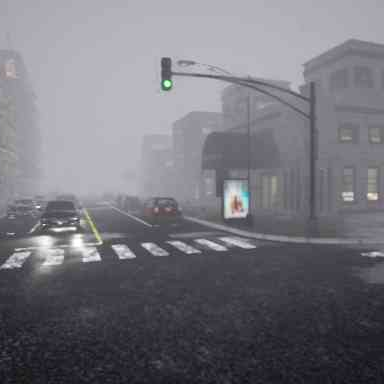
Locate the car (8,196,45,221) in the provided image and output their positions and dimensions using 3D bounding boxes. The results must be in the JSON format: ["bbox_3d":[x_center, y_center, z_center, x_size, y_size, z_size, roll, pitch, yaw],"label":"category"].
[{"bbox_3d":[-11.811,1.216,23.555,2.008,1.369,4.403,-2,1,-20],"label":"car"}]

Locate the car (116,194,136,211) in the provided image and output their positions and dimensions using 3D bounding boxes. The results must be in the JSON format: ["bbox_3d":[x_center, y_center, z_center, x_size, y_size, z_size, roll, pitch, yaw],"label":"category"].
[{"bbox_3d":[-5.847,1.009,31.754,1.802,1.307,4.206,-2,1,-20],"label":"car"}]

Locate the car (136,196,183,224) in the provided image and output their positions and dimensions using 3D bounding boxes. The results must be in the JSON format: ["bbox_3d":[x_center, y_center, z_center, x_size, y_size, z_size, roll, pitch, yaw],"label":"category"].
[{"bbox_3d":[-2.007,1.025,21.025,1.967,1.590,4.097,-2,1,-20],"label":"car"}]

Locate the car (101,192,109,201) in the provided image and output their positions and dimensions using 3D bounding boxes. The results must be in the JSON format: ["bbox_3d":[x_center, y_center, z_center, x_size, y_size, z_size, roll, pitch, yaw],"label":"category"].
[{"bbox_3d":[-13.532,0.670,53.203,2.008,1.369,4.403,-2,1,-20],"label":"car"}]

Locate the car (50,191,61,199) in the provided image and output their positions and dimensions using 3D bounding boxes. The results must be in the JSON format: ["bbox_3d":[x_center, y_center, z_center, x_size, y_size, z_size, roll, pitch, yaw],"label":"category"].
[{"bbox_3d":[-27.124,0.582,66.293,1.752,1.417,4.829,-2,1,-20],"label":"car"}]

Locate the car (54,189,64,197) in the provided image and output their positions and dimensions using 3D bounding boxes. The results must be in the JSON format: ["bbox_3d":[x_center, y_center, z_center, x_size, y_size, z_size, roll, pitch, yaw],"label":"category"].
[{"bbox_3d":[-32.949,0.153,82.534,2.192,1.841,5.009,-2,1,-20],"label":"car"}]

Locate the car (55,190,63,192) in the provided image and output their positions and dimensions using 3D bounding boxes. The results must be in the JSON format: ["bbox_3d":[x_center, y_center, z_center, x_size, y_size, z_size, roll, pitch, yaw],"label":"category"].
[{"bbox_3d":[-13.840,0.925,36.948,2.128,1.511,4.902,-1,1,-20],"label":"car"}]

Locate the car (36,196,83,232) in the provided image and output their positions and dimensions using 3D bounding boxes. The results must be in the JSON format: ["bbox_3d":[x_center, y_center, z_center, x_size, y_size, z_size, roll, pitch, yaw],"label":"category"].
[{"bbox_3d":[-7.158,1.212,18.258,1.837,1.490,4.892,-1,1,-20],"label":"car"}]

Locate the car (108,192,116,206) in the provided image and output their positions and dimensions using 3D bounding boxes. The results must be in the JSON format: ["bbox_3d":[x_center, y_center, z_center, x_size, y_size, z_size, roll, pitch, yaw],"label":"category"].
[{"bbox_3d":[-7.769,0.900,37.116,2.008,1.369,4.403,-2,1,-20],"label":"car"}]

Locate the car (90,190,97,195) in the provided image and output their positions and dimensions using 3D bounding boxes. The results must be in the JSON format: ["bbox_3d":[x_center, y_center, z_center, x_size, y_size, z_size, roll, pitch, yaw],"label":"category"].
[{"bbox_3d":[-26.981,0.189,90.740,1.802,1.307,4.206,-2,1,-20],"label":"car"}]

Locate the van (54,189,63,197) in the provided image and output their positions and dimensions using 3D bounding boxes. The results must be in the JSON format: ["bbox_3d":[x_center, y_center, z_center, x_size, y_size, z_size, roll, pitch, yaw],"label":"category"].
[{"bbox_3d":[-31.028,0.251,77.174,1.690,1.788,3.998,-2,1,-20],"label":"van"}]

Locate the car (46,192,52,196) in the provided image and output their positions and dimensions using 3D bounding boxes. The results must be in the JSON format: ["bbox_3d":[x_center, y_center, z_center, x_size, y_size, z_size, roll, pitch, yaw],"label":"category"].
[{"bbox_3d":[-15.653,1.059,34.280,2.008,1.369,4.403,-2,1,-20],"label":"car"}]

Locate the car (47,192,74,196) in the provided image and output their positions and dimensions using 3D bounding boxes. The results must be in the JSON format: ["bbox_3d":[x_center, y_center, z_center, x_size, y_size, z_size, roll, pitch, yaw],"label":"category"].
[{"bbox_3d":[-10.366,1.067,27.215,2.128,1.511,4.902,-1,1,-20],"label":"car"}]

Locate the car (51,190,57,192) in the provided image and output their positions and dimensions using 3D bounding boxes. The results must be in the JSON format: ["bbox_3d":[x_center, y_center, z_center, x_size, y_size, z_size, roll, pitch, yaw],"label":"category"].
[{"bbox_3d":[-21.360,0.806,50.206,1.752,1.417,4.829,-2,1,-20],"label":"car"}]
